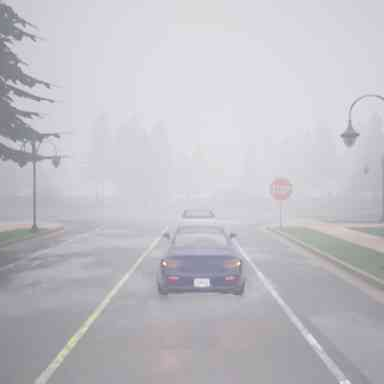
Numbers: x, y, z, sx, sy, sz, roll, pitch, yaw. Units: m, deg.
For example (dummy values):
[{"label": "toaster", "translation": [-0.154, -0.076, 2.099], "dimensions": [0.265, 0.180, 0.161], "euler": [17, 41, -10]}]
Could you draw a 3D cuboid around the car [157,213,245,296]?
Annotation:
[{"label": "car", "translation": [0.201, 1.497, 8.443], "dimensions": [1.812, 1.442, 4.674], "euler": [0, 0, 0]}]

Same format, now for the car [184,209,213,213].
[{"label": "car", "translation": [0.346, 1.542, 17.778], "dimensions": [1.895, 1.301, 4.718], "euler": [0, 0, 1]}]
